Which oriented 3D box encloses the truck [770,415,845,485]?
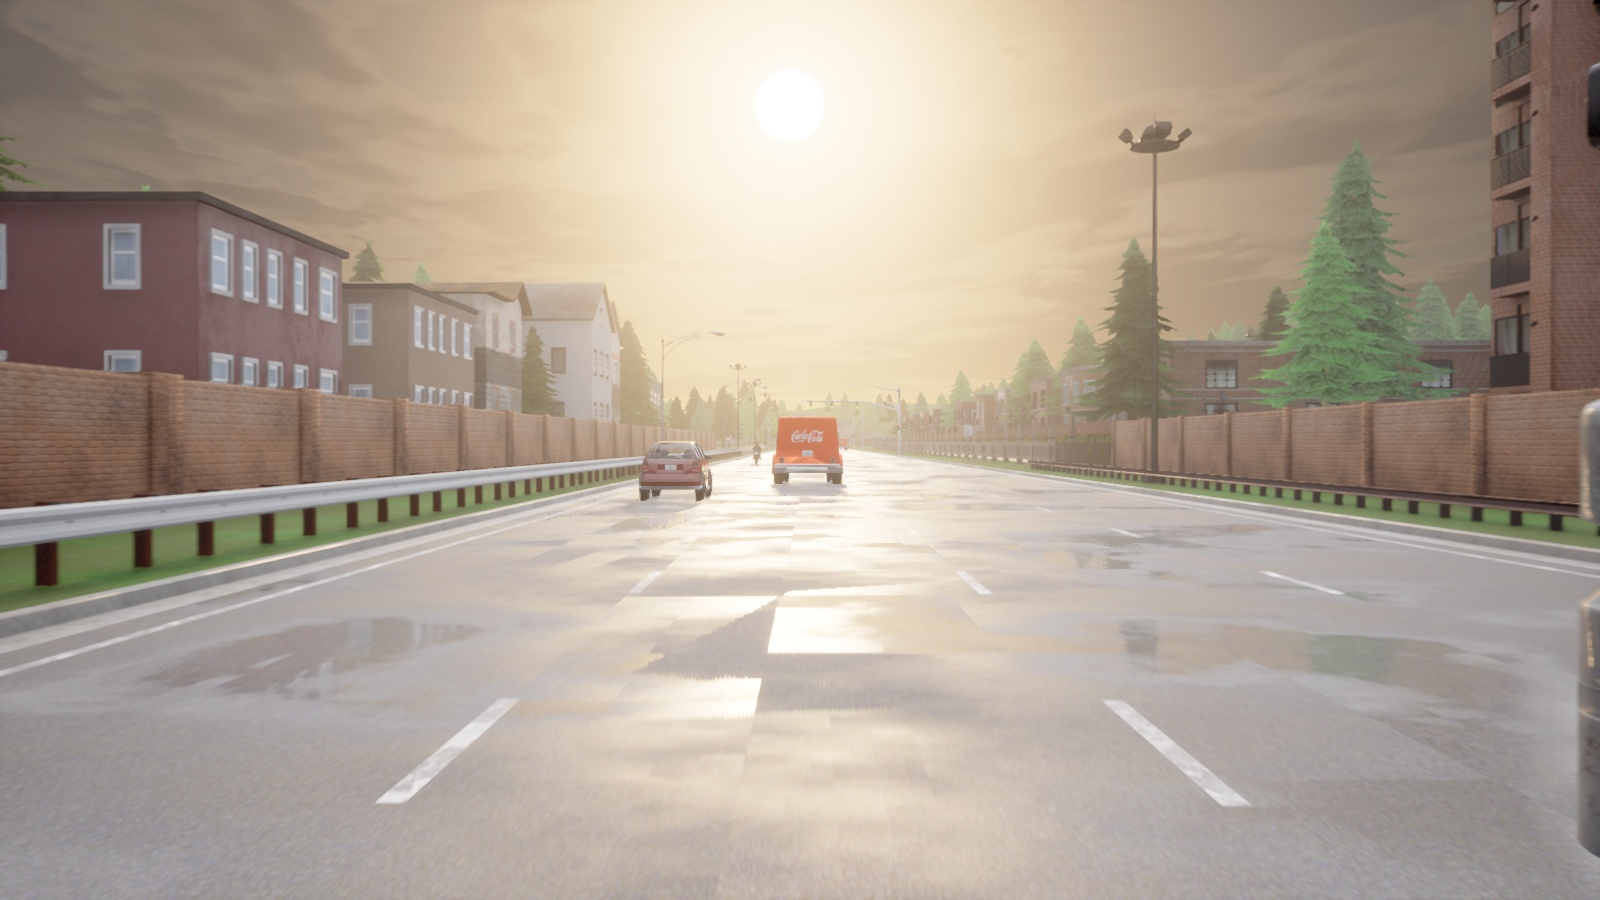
[{"bbox_3d":[0.283,-0.004,47.080,2.627,2.467,5.204,0,0,0],"label":"truck"}]

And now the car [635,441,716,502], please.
[{"bbox_3d":[-3.293,0.533,33.718,1.789,1.549,3.705,0,0,0],"label":"car"}]
